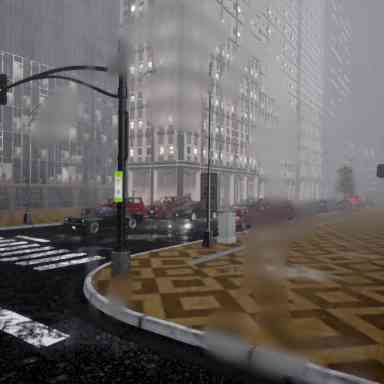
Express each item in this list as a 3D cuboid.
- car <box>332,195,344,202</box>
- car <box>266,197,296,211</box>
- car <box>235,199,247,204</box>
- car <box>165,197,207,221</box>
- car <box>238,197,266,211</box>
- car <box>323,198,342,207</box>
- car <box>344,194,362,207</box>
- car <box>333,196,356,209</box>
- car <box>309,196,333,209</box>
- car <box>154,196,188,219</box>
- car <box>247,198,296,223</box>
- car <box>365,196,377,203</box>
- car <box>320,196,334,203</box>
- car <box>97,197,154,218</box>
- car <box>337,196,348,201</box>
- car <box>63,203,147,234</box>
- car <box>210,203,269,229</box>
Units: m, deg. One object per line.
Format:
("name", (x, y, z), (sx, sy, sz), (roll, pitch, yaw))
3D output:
("car", (36.192, 1.570, 82.433), (1.752, 1.417, 4.829), (1, 1, 35))
("car", (11.734, 1.524, 43.493), (2.128, 1.511, 4.902), (1, 1, 36))
("car", (5.785, 1.511, 35.153), (2.128, 1.511, 4.902), (1, 1, 35))
("car", (0.324, 1.485, 27.438), (1.882, 1.535, 5.008), (1, 1, 35))
("car", (7.707, 1.430, 42.261), (1.967, 1.590, 4.097), (1, 0, 35))
("car", (23.117, 1.658, 54.566), (1.994, 1.385, 4.181), (1, 1, 35))
("car", (25.437, 1.366, 52.848), (2.150, 2.045, 5.566), (1, 1, 35))
("car", (21.409, 1.655, 47.086), (1.812, 1.442, 4.674), (1, 1, 35))
("car", (18.268, 1.649, 47.711), (1.994, 1.385, 4.181), (1, 1, 36))
("car", (-1.796, 1.283, 28.933), (2.192, 1.841, 5.009), (1, 0, 35))
("car", (6.759, 1.409, 26.934), (2.192, 1.841, 5.009), (1, 0, 35))
("car", (39.521, 1.598, 73.493), (1.967, 1.590, 4.097), (1, 1, 35))
("car", (29.883, 1.616, 73.514), (1.802, 1.307, 4.206), (1, 1, 35))
("car", (-5.451, 1.274, 23.763), (2.192, 1.841, 5.009), (1, 0, 35))
("car", (39.477, 1.623, 87.080), (1.947, 1.339, 4.313), (1, 1, 35))
("car", (-5.118, 1.595, 19.715), (1.895, 1.301, 4.718), (1, 1, 35))
("car", (3.270, 1.668, 22.006), (1.802, 1.307, 4.206), (1, 0, 35))
